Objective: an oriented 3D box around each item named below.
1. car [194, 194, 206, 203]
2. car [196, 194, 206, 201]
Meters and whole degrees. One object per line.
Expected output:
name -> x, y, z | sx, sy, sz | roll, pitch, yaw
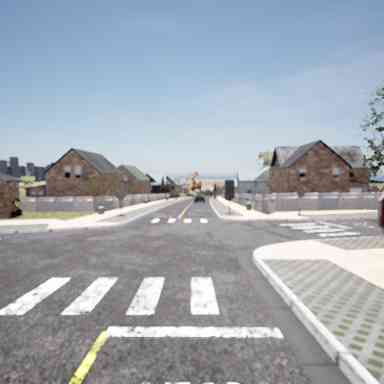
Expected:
car -> 1.503, 1.149, 62.873 | 2.097, 1.767, 4.553 | 0, 0, 3
car -> 1.978, 1.195, 72.899 | 2.033, 1.411, 5.357 | 0, 0, 3
